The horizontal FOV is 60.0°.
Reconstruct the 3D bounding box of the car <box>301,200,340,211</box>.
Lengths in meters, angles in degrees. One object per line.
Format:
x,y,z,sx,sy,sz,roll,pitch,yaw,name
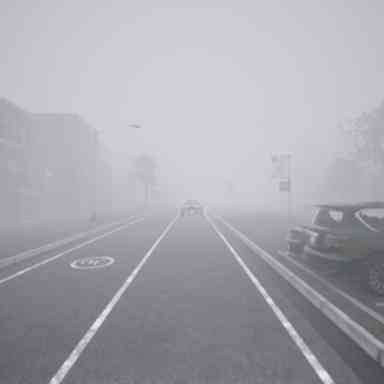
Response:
18.696,2.004,48.607,4.892,1.521,2.231,0,-1,0,car

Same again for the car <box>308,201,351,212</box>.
18.705,1.961,45.334,5.008,1.535,2.097,0,-1,0,car

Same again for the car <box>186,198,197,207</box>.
-0.005,1.802,57.100,1.812,1.442,4.674,0,-1,0,car

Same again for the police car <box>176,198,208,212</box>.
-0.002,1.376,28.217,2.038,1.542,4.974,0,-1,0,police car

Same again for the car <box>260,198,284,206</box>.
18.750,2.227,76.219,4.553,1.767,2.185,0,-1,0,car

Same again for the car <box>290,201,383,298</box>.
5.624,1.266,8.147,5.566,2.045,2.435,0,0,0,car

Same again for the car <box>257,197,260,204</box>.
18.679,2.434,79.386,4.674,1.452,2.002,0,-1,0,car

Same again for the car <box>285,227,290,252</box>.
5.591,1.542,10.946,4.892,1.521,2.231,0,-1,0,car

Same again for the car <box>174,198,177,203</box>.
-3.257,2.039,79.290,1.882,1.535,5.008,0,-1,0,car

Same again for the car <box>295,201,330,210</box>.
18.700,2.084,51.882,4.674,1.452,2.002,0,-1,0,car
